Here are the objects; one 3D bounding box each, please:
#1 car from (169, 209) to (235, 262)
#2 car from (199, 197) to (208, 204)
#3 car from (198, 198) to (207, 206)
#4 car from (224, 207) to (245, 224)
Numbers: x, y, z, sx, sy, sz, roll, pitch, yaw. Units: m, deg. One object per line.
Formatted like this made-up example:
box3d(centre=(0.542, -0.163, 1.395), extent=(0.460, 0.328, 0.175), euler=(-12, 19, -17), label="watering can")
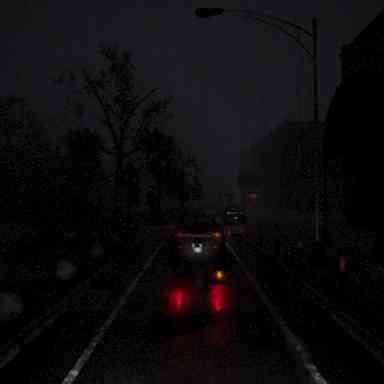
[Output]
box3d(centre=(0.210, 1.590, 12.542), extent=(2.128, 1.511, 4.902), euler=(0, -1, 1), label="car")
box3d(centre=(2.995, 2.276, 88.645), extent=(2.097, 1.767, 4.553), euler=(0, -1, 6), label="car")
box3d(centre=(2.327, 2.524, 77.933), extent=(2.033, 1.411, 5.357), euler=(0, 0, 3), label="car")
box3d(centre=(3.736, 2.145, 31.447), extent=(2.128, 1.511, 4.902), euler=(1, -2, -2), label="car")
